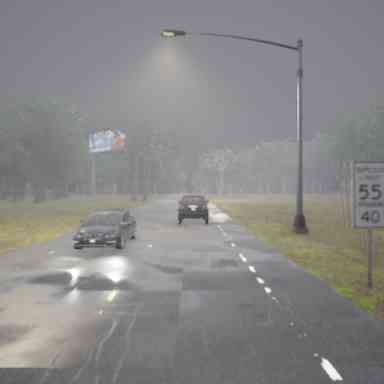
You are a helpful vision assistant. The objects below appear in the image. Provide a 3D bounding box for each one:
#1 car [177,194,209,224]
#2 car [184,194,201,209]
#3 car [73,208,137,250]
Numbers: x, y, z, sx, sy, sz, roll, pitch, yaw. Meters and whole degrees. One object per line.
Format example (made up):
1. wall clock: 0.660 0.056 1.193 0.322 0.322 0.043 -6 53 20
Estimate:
1. car: 0.101 1.187 24.755 2.150 2.045 5.566 0 1 0
2. car: 0.107 1.139 42.307 2.097 1.767 4.553 0 1 0
3. car: -3.580 1.514 14.412 1.837 1.490 4.892 0 0 0
